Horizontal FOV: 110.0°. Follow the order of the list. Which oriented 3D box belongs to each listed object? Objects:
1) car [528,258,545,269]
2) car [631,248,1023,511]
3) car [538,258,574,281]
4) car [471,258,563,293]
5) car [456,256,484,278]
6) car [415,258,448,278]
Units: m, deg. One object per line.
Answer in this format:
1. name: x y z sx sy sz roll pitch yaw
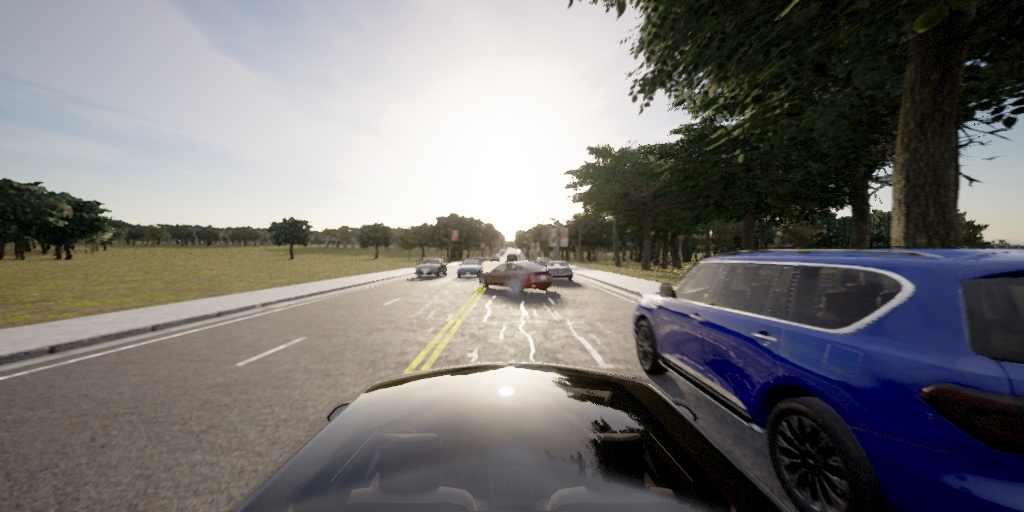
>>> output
1. car: 3.256 0.941 48.221 1.895 1.301 4.718 0 0 0
2. car: 3.251 0.943 4.205 2.150 2.045 5.566 0 1 0
3. car: 3.253 1.044 26.183 2.033 1.411 5.357 0 1 0
4. car: 0.114 1.067 19.297 2.163 1.488 4.792 -1 1 -38
5. car: -3.332 0.993 29.440 1.812 1.442 4.674 0 1 0
6. car: -6.582 0.956 29.722 2.128 1.511 4.902 0 1 0
